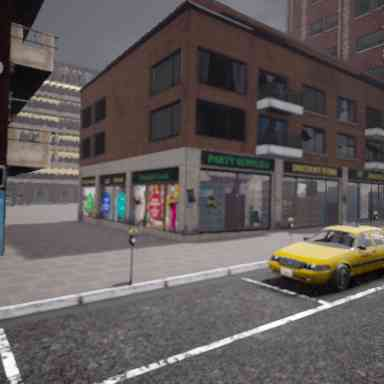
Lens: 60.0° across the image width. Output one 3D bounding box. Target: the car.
[{"bbox_3d":[4.142,1.517,9.027,4.829,1.417,1.752,0,2,-35],"label":"car"}]
